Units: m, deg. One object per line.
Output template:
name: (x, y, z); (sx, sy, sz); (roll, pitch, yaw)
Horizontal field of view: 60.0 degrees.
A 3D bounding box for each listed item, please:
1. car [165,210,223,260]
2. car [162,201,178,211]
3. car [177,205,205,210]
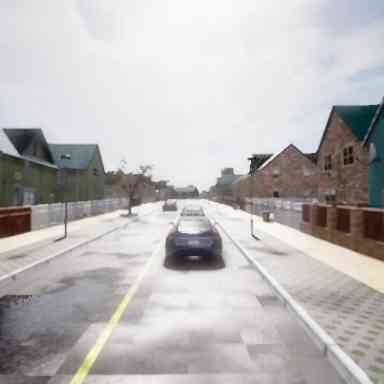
car: (0.071, 1.612, 12.703); (1.994, 1.385, 4.181); (0, 0, 0)
car: (-2.838, 1.804, 43.163); (1.895, 1.301, 4.718); (0, 0, 0)
car: (0.063, 1.711, 26.084); (1.895, 1.301, 4.718); (0, 0, 0)
